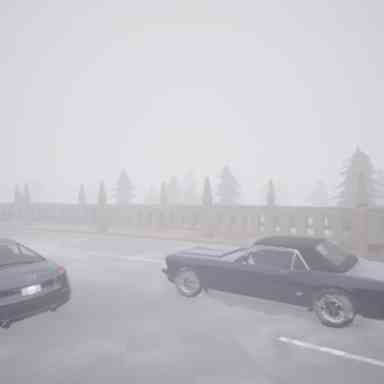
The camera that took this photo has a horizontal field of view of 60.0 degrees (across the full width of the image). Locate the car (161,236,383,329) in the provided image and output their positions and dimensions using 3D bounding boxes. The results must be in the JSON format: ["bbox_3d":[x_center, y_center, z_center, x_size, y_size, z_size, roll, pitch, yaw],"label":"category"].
[{"bbox_3d":[1.669,1.581,6.893,4.718,1.301,1.895,0,0,34],"label":"car"}]

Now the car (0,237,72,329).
[{"bbox_3d":[-4.346,1.587,6.500,4.181,1.385,1.994,0,0,31],"label":"car"}]
